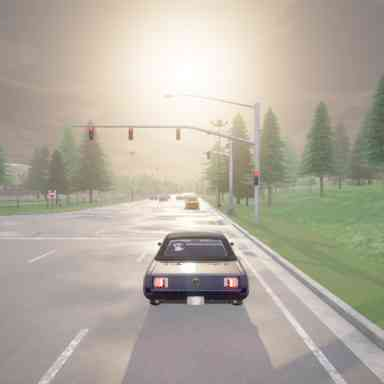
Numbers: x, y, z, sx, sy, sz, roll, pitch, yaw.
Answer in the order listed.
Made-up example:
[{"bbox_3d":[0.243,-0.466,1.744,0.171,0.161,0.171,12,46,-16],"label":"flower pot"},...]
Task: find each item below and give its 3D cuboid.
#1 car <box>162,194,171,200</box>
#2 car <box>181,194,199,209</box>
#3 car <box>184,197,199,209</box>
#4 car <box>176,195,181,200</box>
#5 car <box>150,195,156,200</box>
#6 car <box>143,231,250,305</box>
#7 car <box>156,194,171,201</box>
[{"bbox_3d":[-6.891,1.372,90.718,2.033,1.411,5.357,0,0,0],"label":"car"},{"bbox_3d":[-0.101,1.099,46.117,1.882,1.535,5.008,-3,16,-5],"label":"car"},{"bbox_3d":[-0.050,1.576,49.670,2.033,1.411,5.357,0,1,2],"label":"car"},{"bbox_3d":[-3.391,1.552,91.127,1.994,1.385,4.181,0,0,0],"label":"car"},{"bbox_3d":[-10.391,1.539,91.136,2.033,1.411,5.357,0,0,0],"label":"car"},{"bbox_3d":[0.088,1.601,8.002,1.895,1.301,4.718,0,0,0],"label":"car"},{"bbox_3d":[-6.904,1.531,80.298,2.033,1.411,5.357,0,0,0],"label":"car"}]
